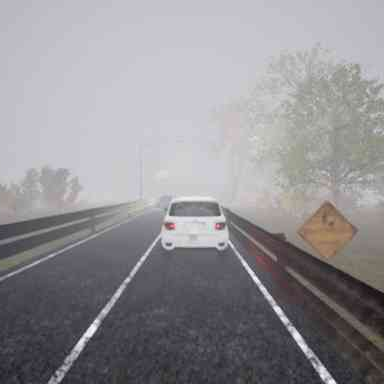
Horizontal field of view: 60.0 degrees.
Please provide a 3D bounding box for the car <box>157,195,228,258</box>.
[{"bbox_3d":[0.085,1.181,12.662,2.150,2.045,5.566,0,0,0],"label":"car"}]

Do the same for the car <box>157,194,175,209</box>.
[{"bbox_3d":[-3.322,1.188,43.377,2.097,1.767,4.553,0,0,0],"label":"car"}]

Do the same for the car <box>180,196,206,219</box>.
[{"bbox_3d":[0.086,1.247,28.623,2.097,1.767,4.553,0,0,0],"label":"car"}]

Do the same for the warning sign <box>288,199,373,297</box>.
[{"bbox_3d":[2.832,1.099,6.977,1.300,1.860,1.060,-1,-1,0],"label":"warning sign"}]
